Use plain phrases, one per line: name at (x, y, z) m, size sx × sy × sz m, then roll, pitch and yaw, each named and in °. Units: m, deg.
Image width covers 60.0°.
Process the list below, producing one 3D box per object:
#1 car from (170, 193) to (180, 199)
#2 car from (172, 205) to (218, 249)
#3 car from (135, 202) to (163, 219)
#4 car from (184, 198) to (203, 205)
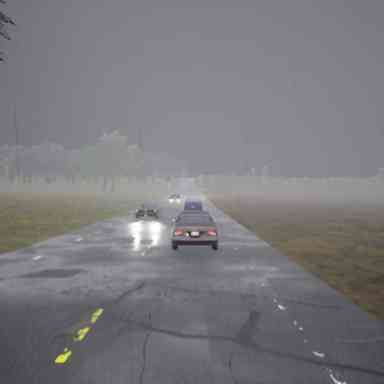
car at (-3.466, 0.775, 69.155) m, size 1.895 × 1.301 × 4.718 m, roll 0°, pitch 2°, yaw 0°
car at (0.107, 1.521, 14.386) m, size 2.033 × 1.411 × 5.357 m, roll 0°, pitch 0°, yaw 0°
car at (-3.585, 1.527, 28.055) m, size 1.895 × 1.301 × 4.718 m, roll 0°, pitch 0°, yaw 0°
car at (0.118, 1.342, 36.057) m, size 1.882 × 1.535 × 5.008 m, roll 0°, pitch 1°, yaw 0°
